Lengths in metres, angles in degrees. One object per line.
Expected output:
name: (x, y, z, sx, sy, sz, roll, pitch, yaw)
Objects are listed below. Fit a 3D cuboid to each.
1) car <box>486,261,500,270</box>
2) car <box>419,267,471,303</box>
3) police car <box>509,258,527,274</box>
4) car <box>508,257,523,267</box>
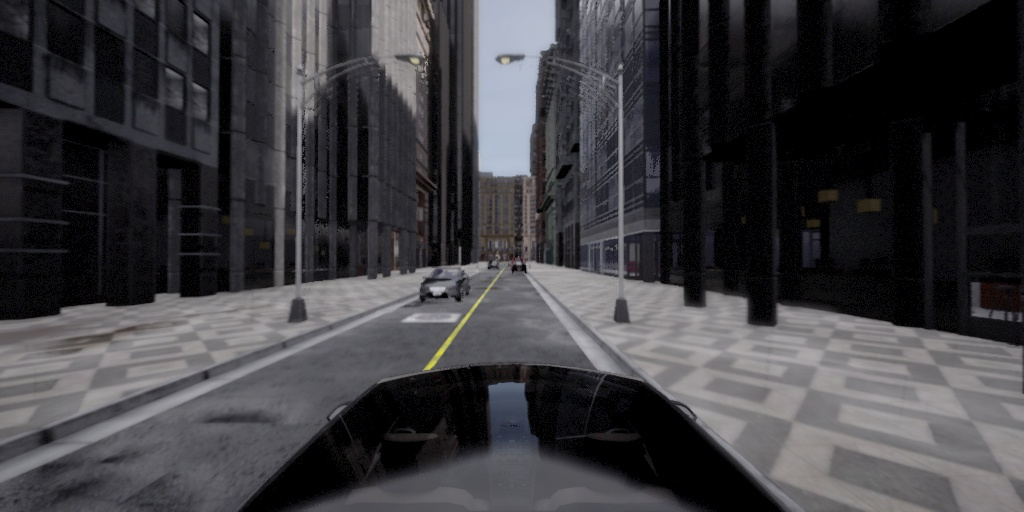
car: (-3.038, 1.510, 58.436, 1.837, 1.490, 4.892, 0, 0, 1)
car: (-3.095, 1.300, 17.291, 2.128, 1.511, 4.902, 0, 0, 0)
police car: (0.909, 1.362, 45.505, 1.930, 1.638, 5.238, 0, 0, 0)
car: (0.911, 1.214, 55.427, 2.150, 2.045, 5.566, 0, 0, 0)
